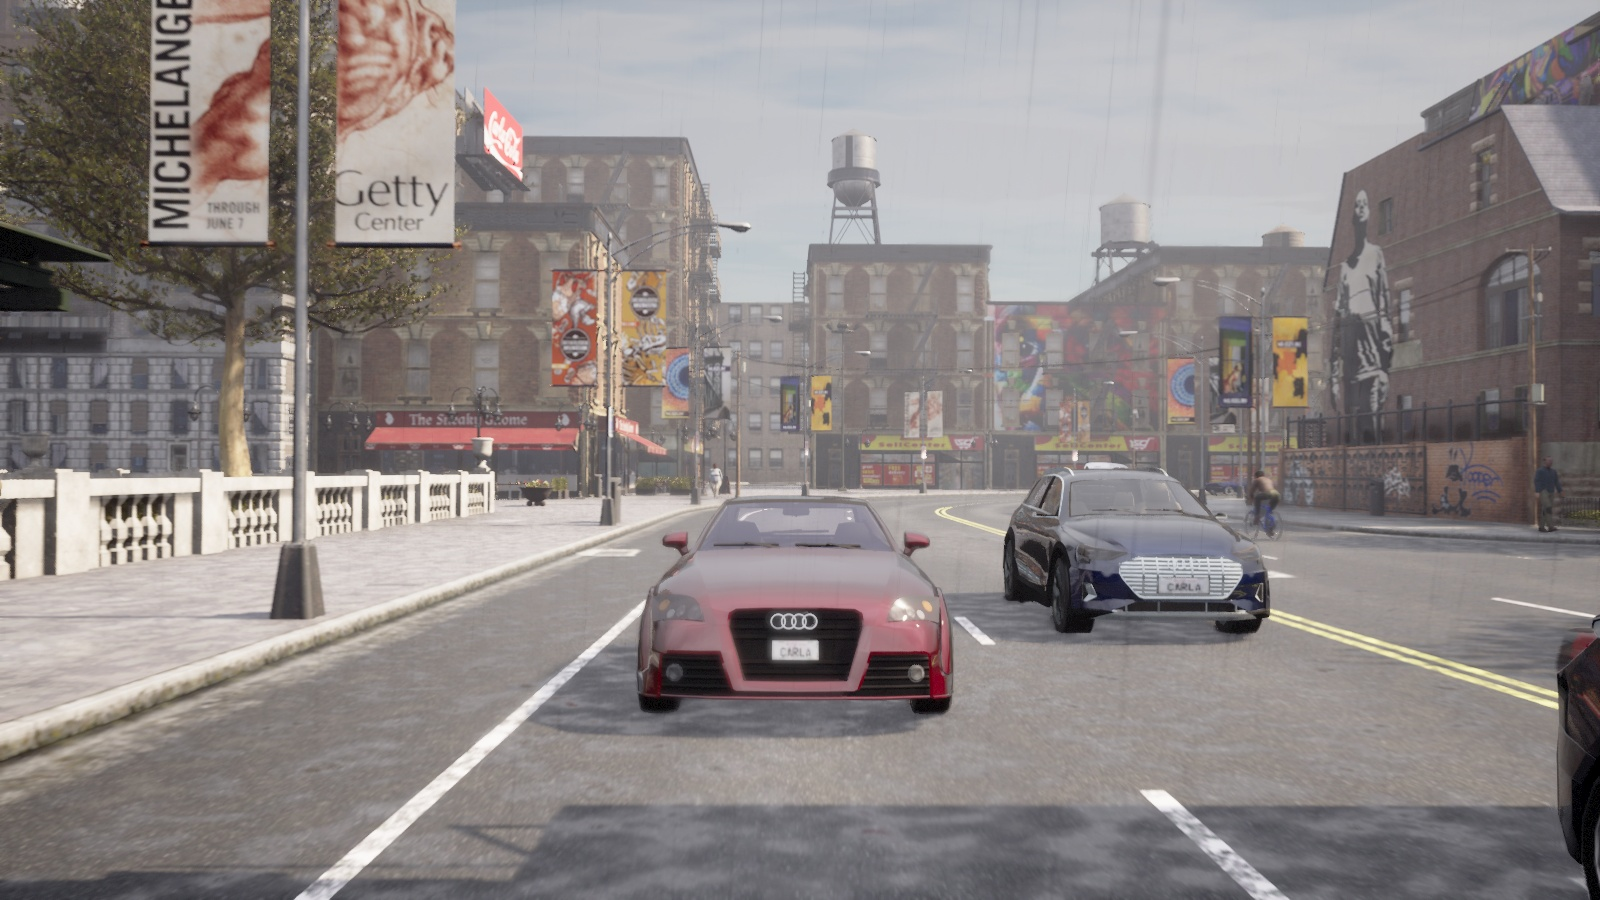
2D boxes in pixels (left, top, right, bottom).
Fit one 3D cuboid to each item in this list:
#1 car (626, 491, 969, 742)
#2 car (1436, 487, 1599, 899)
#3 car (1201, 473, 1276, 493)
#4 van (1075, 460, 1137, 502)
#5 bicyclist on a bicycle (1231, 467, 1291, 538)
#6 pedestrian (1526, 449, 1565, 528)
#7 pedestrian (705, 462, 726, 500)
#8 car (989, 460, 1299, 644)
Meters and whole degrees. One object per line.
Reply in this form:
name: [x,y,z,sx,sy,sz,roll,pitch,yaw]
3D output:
car: [-0.023,1.037,9.407,1.994,1.385,4.181,0,-1,0]
car: [3.494,0.840,2.338,2.163,1.488,4.792,0,-1,0]
car: [30.210,2.247,86.540,4.718,1.301,1.895,0,-1,-20]
van: [15.642,1.550,63.999,2.069,2.038,4.480,-1,-1,27]
bicyclist on a bicycle: [10.802,1.219,29.475,0.582,1.620,1.656,1,-1,-9]
pedestrian: [17.694,0.901,29.827,0.402,1.842,0.726,0,-1,-10]
pedestrian: [-4.092,1.514,61.105,0.874,1.855,0.900,0,-1,7]
car: [3.466,0.962,13.753,2.033,1.649,4.856,0,-1,0]
